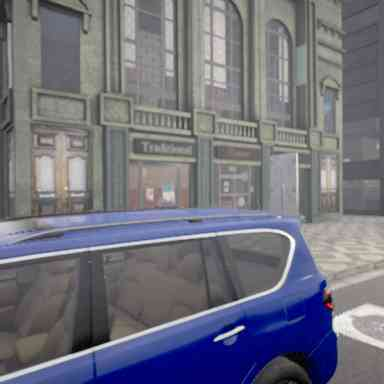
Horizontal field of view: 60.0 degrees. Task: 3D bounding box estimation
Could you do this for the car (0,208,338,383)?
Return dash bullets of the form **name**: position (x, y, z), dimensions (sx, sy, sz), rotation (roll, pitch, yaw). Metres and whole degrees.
- **car**: position (-1.173, 1.218, 2.515), dimensions (5.566, 2.045, 2.150), rotation (-1, 0, -36)
